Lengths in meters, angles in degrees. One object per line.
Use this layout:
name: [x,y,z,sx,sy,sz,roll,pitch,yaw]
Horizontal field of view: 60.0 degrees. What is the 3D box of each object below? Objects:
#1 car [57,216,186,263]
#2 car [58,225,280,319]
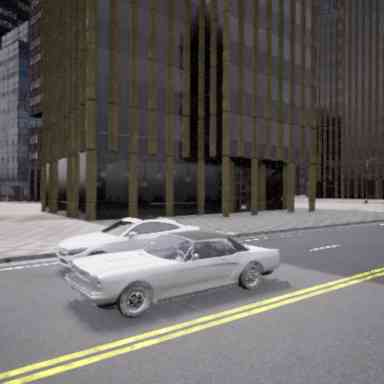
car: [-1.734,1.522,10.444,4.674,1.442,1.812,0,0,-35]
car: [-0.257,1.598,7.493,4.718,1.301,1.895,0,0,-35]
